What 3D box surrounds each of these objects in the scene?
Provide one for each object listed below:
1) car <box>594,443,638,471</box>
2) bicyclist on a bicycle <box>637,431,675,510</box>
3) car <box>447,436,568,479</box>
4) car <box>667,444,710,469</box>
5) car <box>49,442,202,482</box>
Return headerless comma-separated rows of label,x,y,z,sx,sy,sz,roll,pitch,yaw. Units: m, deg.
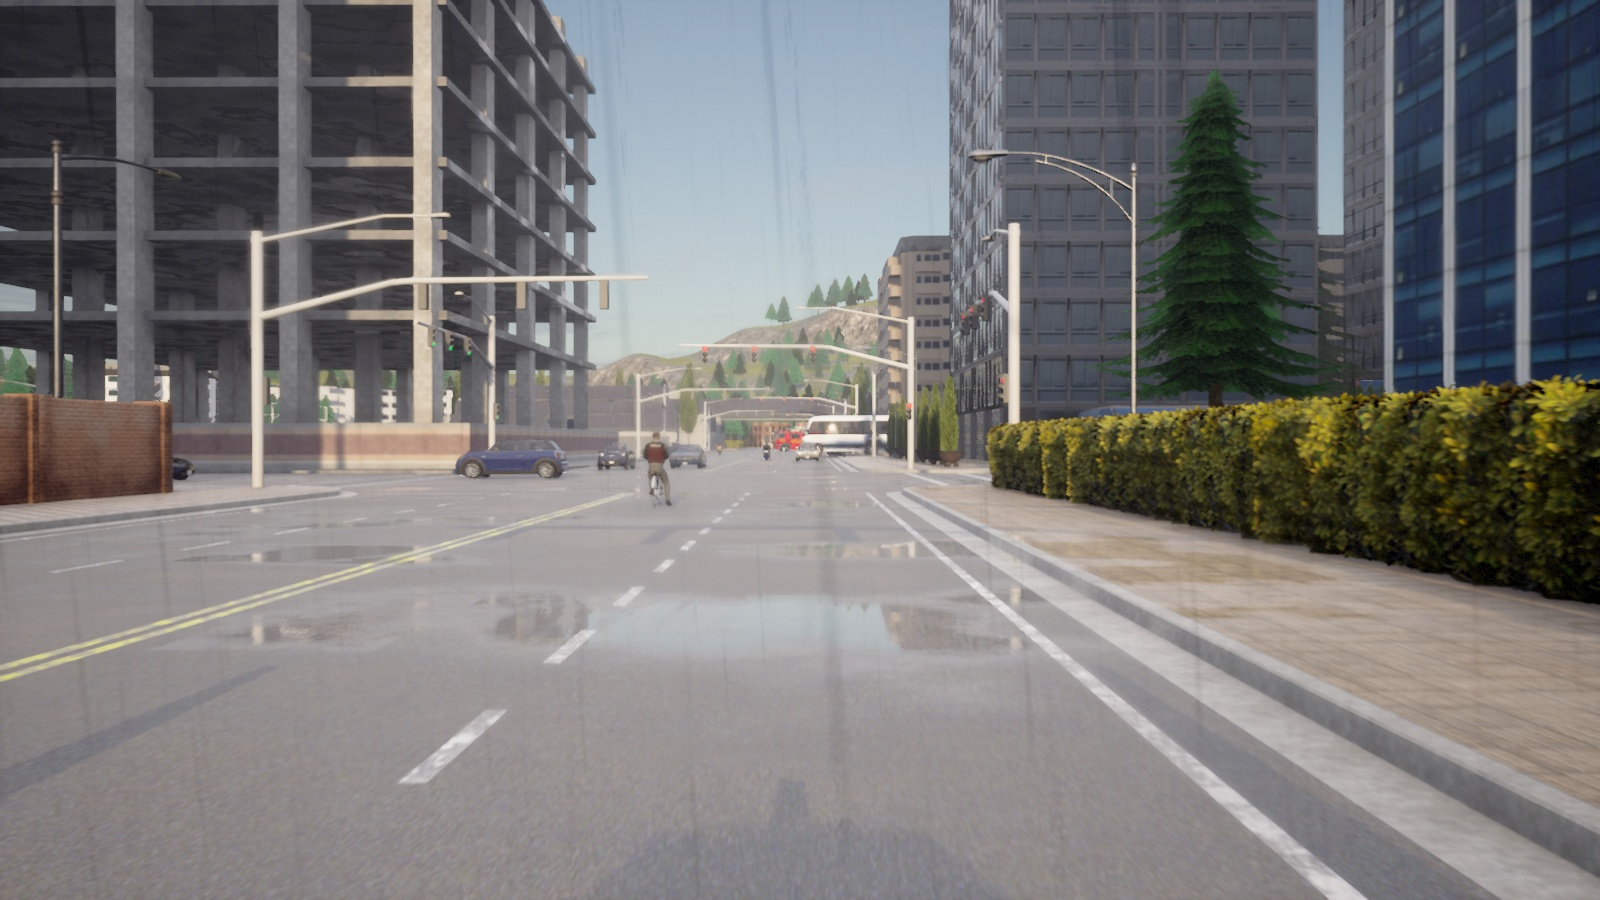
car,-10.087,0.363,68.951,1.845,1.501,3.633,0,0,0
bicyclist on a bicycle,-3.317,0.450,29.098,0.659,1.776,1.843,0,1,0
car,-12.145,0.299,52.383,4.553,1.767,2.097,0,0,-1
car,-6.557,0.370,74.097,2.033,1.411,5.357,0,0,0
car,-26.230,0.448,48.928,4.792,1.488,2.163,0,0,1
